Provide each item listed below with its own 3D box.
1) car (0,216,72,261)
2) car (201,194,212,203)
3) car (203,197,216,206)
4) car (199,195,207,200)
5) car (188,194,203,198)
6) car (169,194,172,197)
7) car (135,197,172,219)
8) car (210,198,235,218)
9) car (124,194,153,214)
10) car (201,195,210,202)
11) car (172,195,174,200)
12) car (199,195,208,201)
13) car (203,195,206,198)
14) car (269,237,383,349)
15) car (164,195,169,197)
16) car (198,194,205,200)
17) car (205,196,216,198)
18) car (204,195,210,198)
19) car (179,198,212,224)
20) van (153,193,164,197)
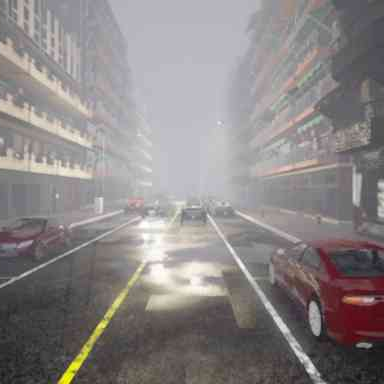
[{"bbox_3d":[-5.689,1.547,11.999,1.802,1.307,4.206,0,0,0],"label":"car"},{"bbox_3d":[2.696,1.283,62.933,1.967,1.590,4.097,0,0,0],"label":"car"},{"bbox_3d":[2.696,1.439,51.613,1.802,1.307,4.206,0,0,0],"label":"car"},{"bbox_3d":[2.699,1.374,85.586,1.887,1.381,4.507,0,0,0],"label":"car"},{"bbox_3d":[0.105,1.362,45.704,2.128,1.511,4.902,0,0,0],"label":"car"},{"bbox_3d":[-5.683,1.385,68.619,1.887,1.381,4.507,0,0,0],"label":"car"},{"bbox_3d":[-3.094,1.411,27.979,2.128,1.511,4.902,0,0,0],"label":"car"},{"bbox_3d":[2.694,1.467,28.965,2.008,1.369,4.403,0,0,0],"label":"car"},{"bbox_3d":[-5.686,1.216,34.648,2.192,1.841,5.009,0,0,0],"label":"car"},{"bbox_3d":[2.697,1.365,68.765,1.752,1.417,4.829,0,0,0],"label":"car"},{"bbox_3d":[-5.681,1.354,91.098,1.752,1.417,4.829,0,0,0],"label":"car"},{"bbox_3d":[2.699,1.377,79.920,1.887,1.381,4.507,0,0,0],"label":"car"},{"bbox_3d":[2.695,1.310,45.950,1.967,1.590,4.097,0,0,0],"label":"car"},{"bbox_3d":[2.691,1.526,6.315,1.887,1.381,4.507,0,0,0],"label":"car"},{"bbox_3d":[-5.685,1.165,57.295,2.192,1.841,5.009,0,0,0],"label":"car"},{"bbox_3d":[2.699,1.354,91.414,1.752,1.417,4.829,0,0,0],"label":"car"},{"bbox_3d":[2.694,1.451,34.627,2.008,1.369,4.403,0,0,0],"label":"car"},{"bbox_3d":[2.695,1.429,40.290,1.887,1.381,4.507,0,0,0],"label":"car"},{"bbox_3d":[0.103,1.423,24.159,2.128,1.511,4.902,0,0,0],"label":"car"},{"bbox_3d":[-5.684,1.198,51.635,1.690,1.788,3.998,0,0,0],"label":"van"}]
